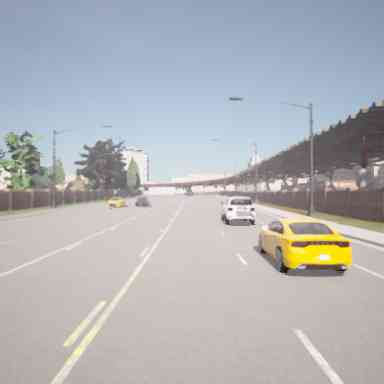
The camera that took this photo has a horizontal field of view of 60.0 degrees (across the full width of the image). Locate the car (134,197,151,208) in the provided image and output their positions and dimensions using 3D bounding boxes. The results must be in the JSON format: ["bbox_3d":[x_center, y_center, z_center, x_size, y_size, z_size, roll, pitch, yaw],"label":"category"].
[{"bbox_3d":[-7.085,1.475,48.025,1.837,1.490,4.892,0,1,0],"label":"car"}]

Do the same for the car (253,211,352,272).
[{"bbox_3d":[3.536,1.601,11.282,1.882,1.535,5.008,0,0,1],"label":"car"}]

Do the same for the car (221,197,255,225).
[{"bbox_3d":[3.536,1.368,26.024,2.150,2.045,5.566,0,1,0],"label":"car"}]

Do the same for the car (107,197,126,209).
[{"bbox_3d":[-10.585,1.461,46.829,1.882,1.535,5.008,0,1,0],"label":"car"}]
